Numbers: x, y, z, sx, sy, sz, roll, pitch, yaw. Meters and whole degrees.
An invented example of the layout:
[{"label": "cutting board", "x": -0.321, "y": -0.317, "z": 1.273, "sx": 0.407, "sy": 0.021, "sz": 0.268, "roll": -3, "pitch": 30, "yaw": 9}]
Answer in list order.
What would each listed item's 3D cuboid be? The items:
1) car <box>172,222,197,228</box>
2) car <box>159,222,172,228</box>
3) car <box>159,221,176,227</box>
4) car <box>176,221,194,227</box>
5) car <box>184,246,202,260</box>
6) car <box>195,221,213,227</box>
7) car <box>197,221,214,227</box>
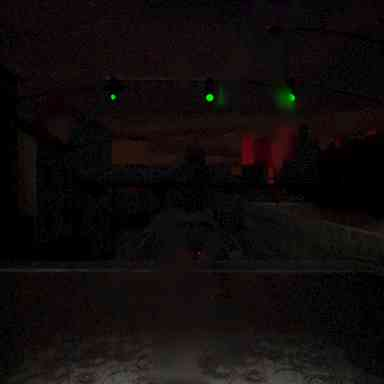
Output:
[{"label": "car", "x": -1.991, "y": 8.737, "z": 88.909, "sx": 4.974, "sy": 1.542, "sz": 2.038, "roll": 0, "pitch": 1, "yaw": -36}, {"label": "car", "x": -6.599, "y": 8.737, "z": 88.933, "sx": 4.974, "sy": 1.542, "sz": 2.038, "roll": 0, "pitch": 1, "yaw": 44}, {"label": "car", "x": -6.637, "y": 8.579, "z": 88.968, "sx": 4.536, "sy": 1.218, "sz": 1.853, "roll": 0, "pitch": 1, "yaw": 44}, {"label": "car", "x": -1.949, "y": 8.579, "z": 88.938, "sx": 4.536, "sy": 1.218, "sz": 1.853, "roll": 0, "pitch": 1, "yaw": -36}, {"label": "car", "x": 0.097, "y": 8.252, "z": 44.817, "sx": 2.150, "sy": 2.045, "sz": 5.566, "roll": 0, "pitch": -6, "yaw": 0}, {"label": "car", "x": 3.336, "y": 8.574, "z": 89.681, "sx": 4.536, "sy": 1.218, "sz": 1.853, "roll": 0, "pitch": 1, "yaw": 29}, {"label": "car", "x": 3.382, "y": 8.731, "z": 89.657, "sx": 4.974, "sy": 1.542, "sz": 2.038, "roll": 0, "pitch": 1, "yaw": 29}]
